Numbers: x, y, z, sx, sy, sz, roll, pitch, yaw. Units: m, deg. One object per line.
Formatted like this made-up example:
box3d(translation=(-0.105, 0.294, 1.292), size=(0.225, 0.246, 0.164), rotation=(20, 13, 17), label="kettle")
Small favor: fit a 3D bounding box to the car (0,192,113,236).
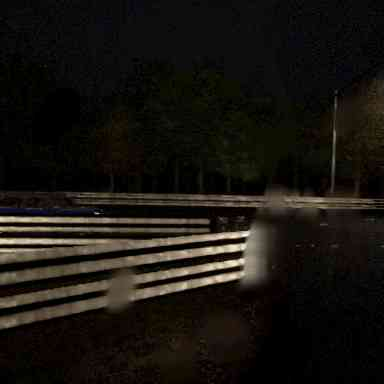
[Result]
box3d(translation=(-5.331, 0.834, 12.697), size=(4.553, 1.767, 2.097), rotation=(1, 1, -8), label="car")
